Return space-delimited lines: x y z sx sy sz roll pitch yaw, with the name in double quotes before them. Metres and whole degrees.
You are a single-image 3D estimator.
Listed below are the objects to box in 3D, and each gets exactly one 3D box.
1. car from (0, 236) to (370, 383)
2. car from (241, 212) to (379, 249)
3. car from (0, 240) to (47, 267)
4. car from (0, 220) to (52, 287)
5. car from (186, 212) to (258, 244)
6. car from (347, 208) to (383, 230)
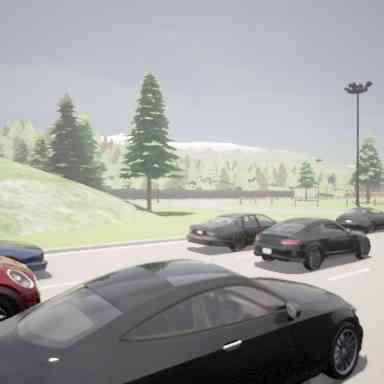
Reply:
"car" 0.072 1.533 3.812 4.674 1.442 1.812 0 0 -36
"car" 4.033 1.557 11.004 4.674 1.442 1.812 0 0 -36
"car" -4.644 1.348 4.718 4.553 1.767 2.097 0 0 -36
"car" -6.368 1.546 7.792 5.357 1.411 2.033 0 0 -36
"car" 2.322 1.580 14.070 5.357 1.411 2.033 0 0 -36
"car" 10.495 1.630 19.980 4.181 1.385 1.994 0 0 -36
